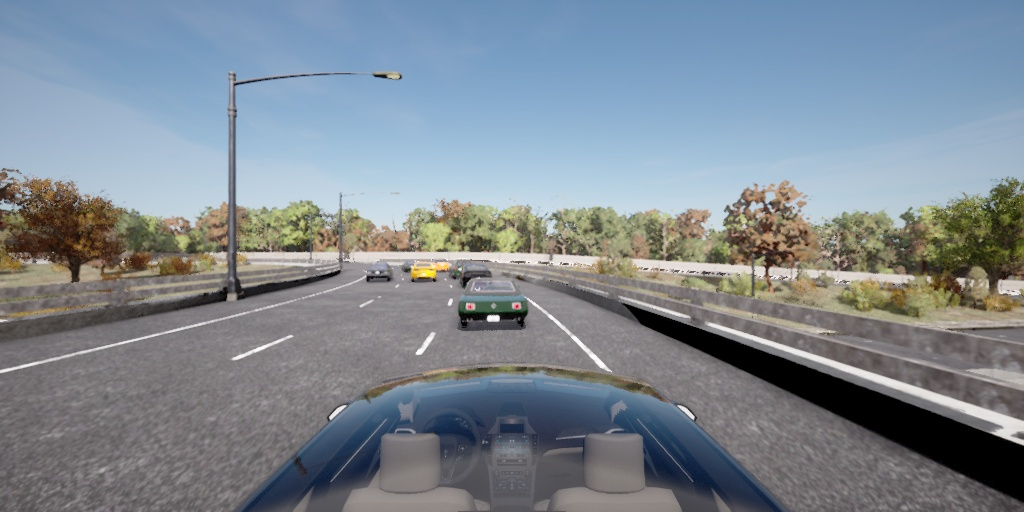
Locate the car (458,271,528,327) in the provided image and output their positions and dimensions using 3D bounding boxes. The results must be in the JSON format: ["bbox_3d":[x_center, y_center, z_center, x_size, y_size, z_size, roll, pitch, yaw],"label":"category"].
[{"bbox_3d":[-0.662,1.353,11.651,1.895,1.301,4.718,0,0,-5],"label":"car"}]

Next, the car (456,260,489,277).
[{"bbox_3d":[-2.497,1.234,23.916,1.882,1.535,5.008,0,0,-11],"label":"car"}]

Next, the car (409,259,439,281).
[{"bbox_3d":[-7.415,1.238,29.943,1.882,1.535,5.008,0,0,-15],"label":"car"}]

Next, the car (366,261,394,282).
[{"bbox_3d":[-10.896,1.311,29.658,2.033,1.411,5.357,0,0,-16],"label":"car"}]

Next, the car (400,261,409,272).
[{"bbox_3d":[-13.010,1.331,45.752,1.994,1.385,4.181,0,0,-24],"label":"car"}]

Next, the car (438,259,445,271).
[{"bbox_3d":[-9.461,1.121,46.321,2.097,1.767,4.553,0,0,-23],"label":"car"}]

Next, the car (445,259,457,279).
[{"bbox_3d":[-4.612,1.110,32.837,2.097,1.767,4.553,0,0,-16],"label":"car"}]
